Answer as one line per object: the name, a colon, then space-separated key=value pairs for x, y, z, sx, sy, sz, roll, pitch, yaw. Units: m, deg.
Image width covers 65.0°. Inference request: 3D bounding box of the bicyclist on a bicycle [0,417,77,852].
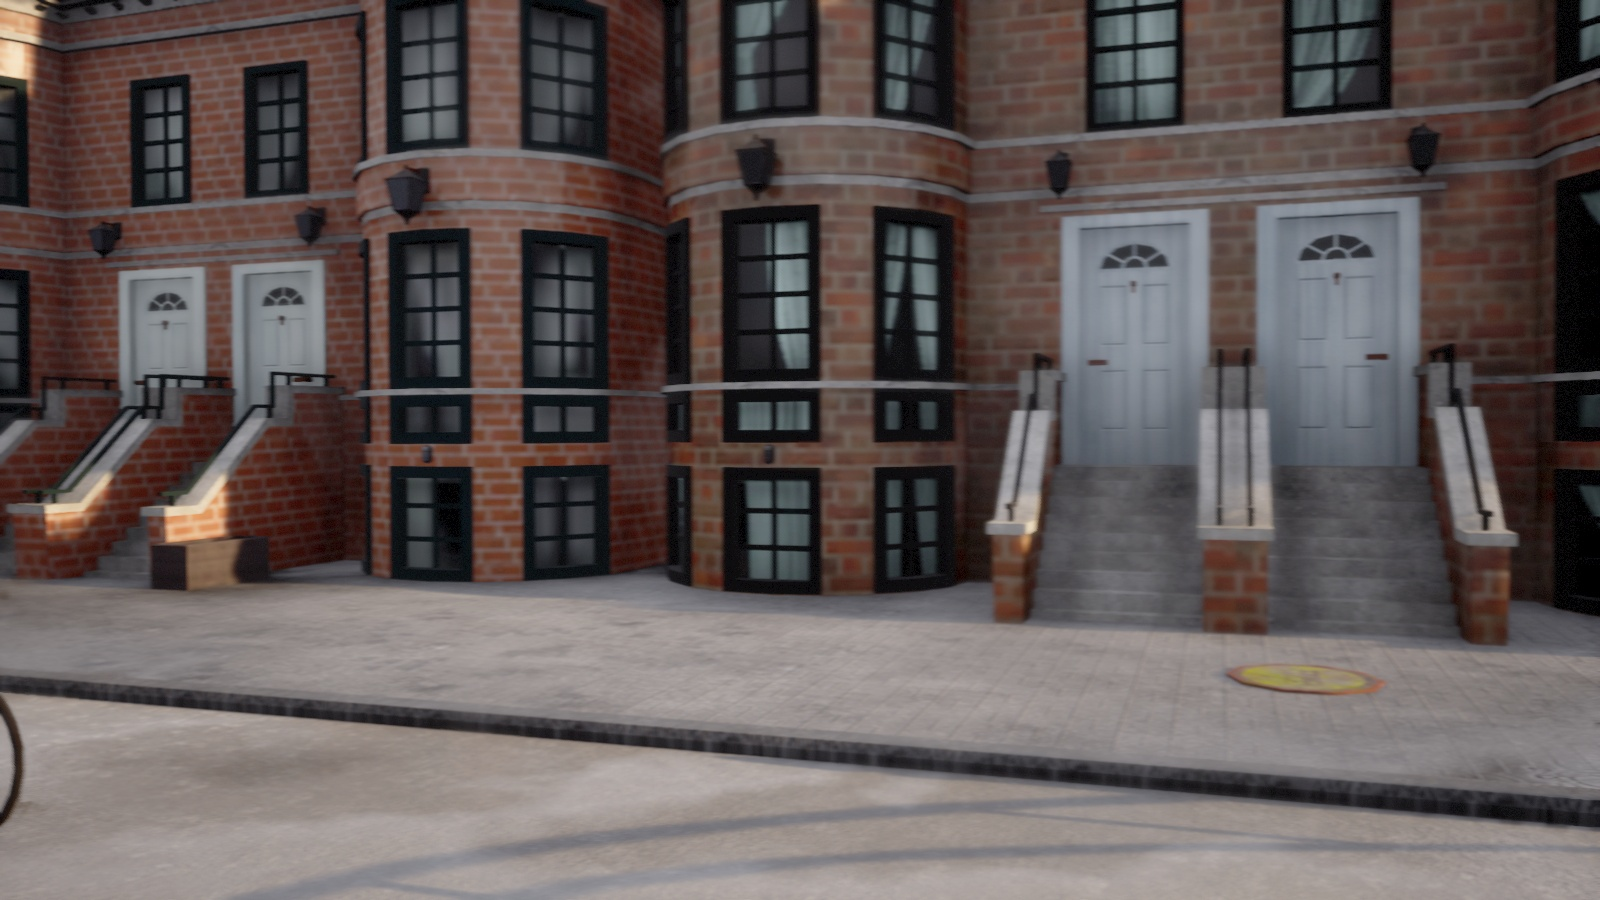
bicyclist on a bicycle: x=-3.758 y=0.686 z=4.974 sx=1.656 sy=1.620 sz=0.582 roll=0 pitch=1 yaw=19
